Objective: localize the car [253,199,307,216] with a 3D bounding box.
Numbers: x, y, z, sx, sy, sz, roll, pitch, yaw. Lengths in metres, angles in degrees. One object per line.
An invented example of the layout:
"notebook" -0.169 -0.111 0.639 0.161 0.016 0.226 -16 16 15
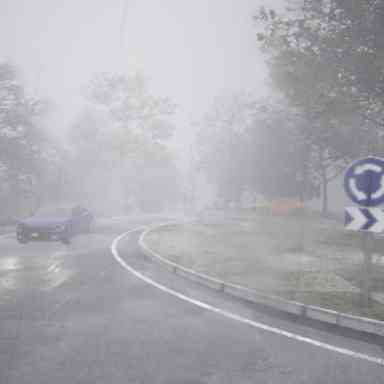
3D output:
"car" 8.332 1.407 31.514 5.008 1.535 1.882 1 0 -4

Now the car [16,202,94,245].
"car" -5.707 1.246 14.464 1.882 1.535 5.008 0 1 -1
